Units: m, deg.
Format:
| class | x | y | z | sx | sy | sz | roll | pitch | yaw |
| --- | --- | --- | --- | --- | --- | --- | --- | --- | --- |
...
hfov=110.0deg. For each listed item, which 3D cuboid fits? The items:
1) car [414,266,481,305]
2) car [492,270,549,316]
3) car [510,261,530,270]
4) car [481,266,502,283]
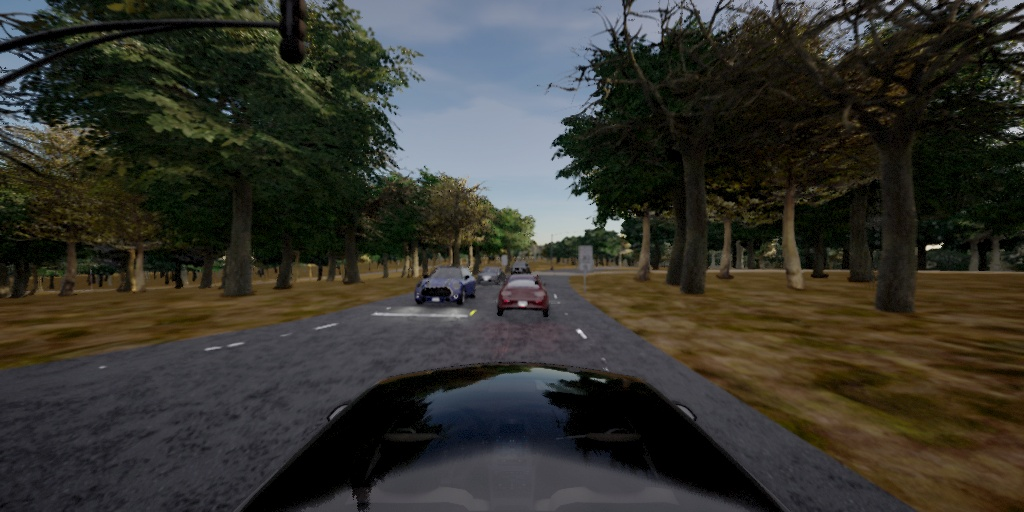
| class | x | y | z | sx | sy | sz | roll | pitch | yaw |
| --- | --- | --- | --- | --- | --- | --- | --- | --- | --- |
| car | -3.024 | 1.267 | 17.180 | 2.097 | 1.767 | 4.553 | 1 | -1 | 4 |
| car | 0.468 | 1.439 | 14.103 | 1.812 | 1.442 | 4.674 | 1 | -1 | 3 |
| car | 1.186 | 1.753 | 49.915 | 2.150 | 2.045 | 5.566 | 1 | -1 | 11 |
| car | -1.766 | 1.652 | 31.146 | 2.128 | 1.511 | 4.902 | 1 | -1 | 7 |
